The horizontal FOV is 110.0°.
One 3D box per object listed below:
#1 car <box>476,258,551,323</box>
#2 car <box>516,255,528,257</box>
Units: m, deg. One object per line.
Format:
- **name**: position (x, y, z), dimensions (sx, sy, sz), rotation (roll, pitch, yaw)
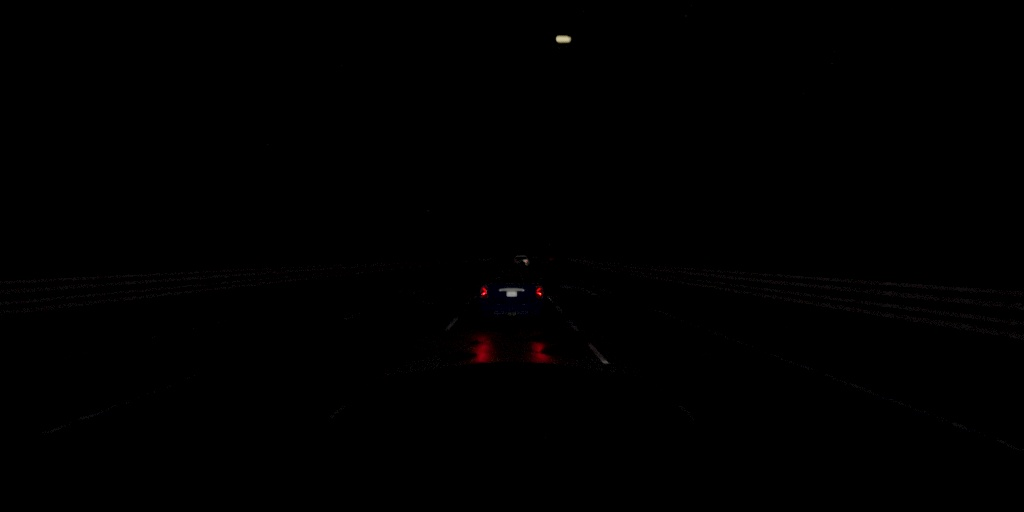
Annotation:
- **car**: position (-0.005, 1.088, 12.254), dimensions (2.097, 1.767, 4.553), rotation (0, 0, 0)
- **car**: position (1.467, 0.918, 52.203), dimensions (2.150, 2.045, 5.566), rotation (0, 0, 5)
